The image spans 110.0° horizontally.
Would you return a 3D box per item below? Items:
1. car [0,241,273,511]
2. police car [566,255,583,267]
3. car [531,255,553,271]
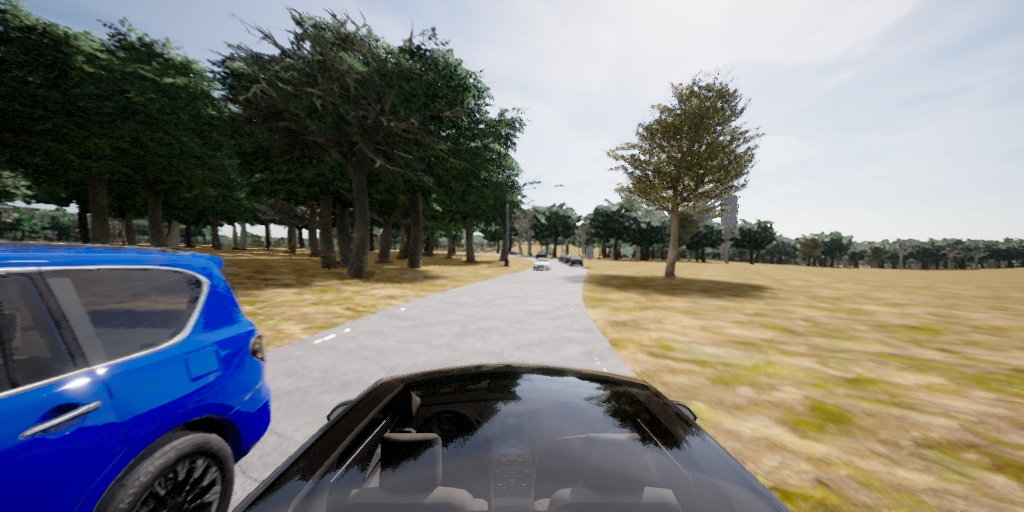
[{"bbox_3d":[-3.015,0.944,0.568,2.150,2.045,5.566,1,0,1],"label":"car"},{"bbox_3d":[10.104,0.753,56.521,1.930,1.638,5.238,1,1,6],"label":"police car"},{"bbox_3d":[3.679,0.962,42.858,1.812,1.442,4.674,1,1,12],"label":"car"}]
